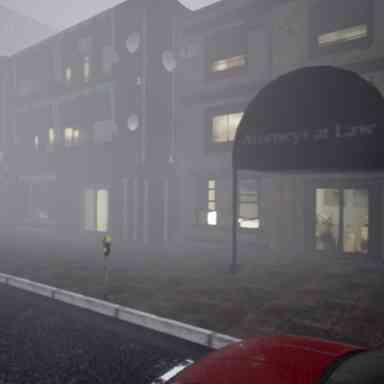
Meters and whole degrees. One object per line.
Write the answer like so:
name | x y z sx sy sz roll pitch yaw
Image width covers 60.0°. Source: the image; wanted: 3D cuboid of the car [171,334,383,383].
car | 1.804 1.540 1.657 4.507 1.381 1.887 -1 1 36
